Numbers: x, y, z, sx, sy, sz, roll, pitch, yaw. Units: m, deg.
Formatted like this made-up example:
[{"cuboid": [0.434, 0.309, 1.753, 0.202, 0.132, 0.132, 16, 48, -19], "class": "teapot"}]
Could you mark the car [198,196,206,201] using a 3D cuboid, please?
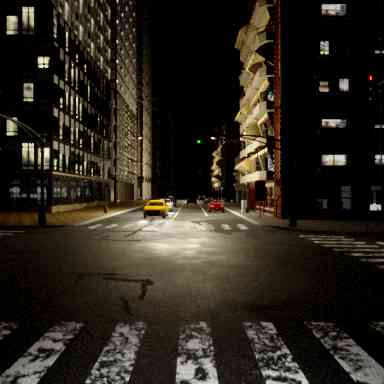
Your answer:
[{"cuboid": [2.501, 1.654, 83.981, 1.802, 1.307, 4.206, 0, 0, 0], "class": "car"}]

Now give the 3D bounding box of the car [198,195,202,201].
[{"cuboid": [2.567, 1.589, 55.738, 2.008, 1.369, 4.403, 0, 0, 0], "class": "car"}]

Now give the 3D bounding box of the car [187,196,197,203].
[{"cuboid": [-0.072, 1.617, 70.232, 1.994, 1.385, 4.181, 0, 0, 0], "class": "car"}]

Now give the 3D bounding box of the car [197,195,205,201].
[{"cuboid": [2.489, 1.521, 89.630, 1.967, 1.590, 4.097, 0, 0, 0], "class": "car"}]

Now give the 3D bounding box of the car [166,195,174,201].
[{"cuboid": [-5.892, 1.625, 89.611, 1.887, 1.381, 4.507, 0, 0, 0], "class": "car"}]

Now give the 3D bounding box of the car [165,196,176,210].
[{"cuboid": [-3.190, 1.549, 39.531, 1.812, 1.442, 4.674, 0, 0, 0], "class": "car"}]

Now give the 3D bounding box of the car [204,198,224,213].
[{"cuboid": [2.659, 1.603, 37.173, 1.802, 1.307, 4.206, 0, 0, 0], "class": "car"}]

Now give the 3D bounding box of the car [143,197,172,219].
[{"cuboid": [-3.167, 1.493, 29.772, 1.882, 1.535, 5.008, 0, 0, 0], "class": "car"}]

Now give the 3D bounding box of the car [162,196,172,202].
[{"cuboid": [-5.866, 1.615, 78.313, 2.008, 1.369, 4.403, 0, 0, 0], "class": "car"}]

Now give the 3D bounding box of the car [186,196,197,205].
[{"cuboid": [-0.036, 1.548, 59.922, 1.837, 1.490, 4.892, 0, 0, 0], "class": "car"}]

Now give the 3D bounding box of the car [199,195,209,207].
[{"cuboid": [2.579, 1.584, 50.090, 2.008, 1.369, 4.403, 0, 0, 0], "class": "car"}]
